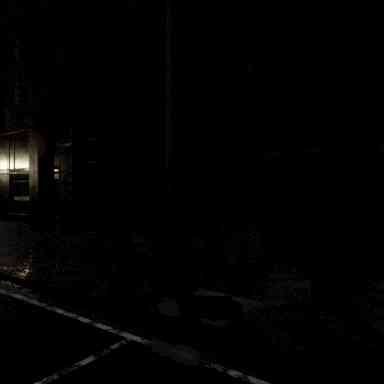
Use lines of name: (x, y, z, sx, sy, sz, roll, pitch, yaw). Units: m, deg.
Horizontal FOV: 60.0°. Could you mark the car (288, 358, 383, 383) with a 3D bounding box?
car: (2.462, 1.545, 1.209, 4.507, 1.381, 1.887, 0, 0, 36)
